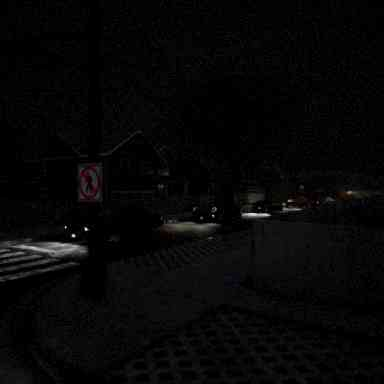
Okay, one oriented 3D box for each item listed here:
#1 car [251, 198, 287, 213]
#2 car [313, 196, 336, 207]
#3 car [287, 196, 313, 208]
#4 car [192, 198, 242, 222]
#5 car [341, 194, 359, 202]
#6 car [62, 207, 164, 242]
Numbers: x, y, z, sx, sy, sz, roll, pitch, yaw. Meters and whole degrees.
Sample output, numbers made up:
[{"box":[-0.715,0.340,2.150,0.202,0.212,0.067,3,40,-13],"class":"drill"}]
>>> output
[{"box":[7.452,1.318,32.838,1.994,1.385,4.181,0,1,35],"class":"car"},{"box":[15.903,1.217,40.081,2.033,1.411,5.357,0,1,36],"class":"car"},{"box":[13.085,1.196,41.082,1.812,1.442,4.674,0,1,34],"class":"car"},{"box":[1.908,1.186,24.644,2.097,1.767,4.553,0,1,34],"class":"car"},{"box":[24.588,1.022,51.659,1.882,1.535,5.008,0,1,39],"class":"car"},{"box":[-3.608,1.460,16.446,2.033,1.411,5.357,0,1,34],"class":"car"}]
